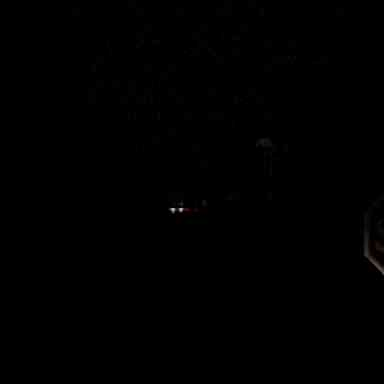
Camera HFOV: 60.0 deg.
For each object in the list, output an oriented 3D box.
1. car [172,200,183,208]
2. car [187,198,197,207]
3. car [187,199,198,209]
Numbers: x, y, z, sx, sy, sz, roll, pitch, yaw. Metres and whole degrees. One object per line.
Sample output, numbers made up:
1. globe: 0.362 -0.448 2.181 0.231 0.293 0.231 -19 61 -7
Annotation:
1. car: -2.710 2.342 63.860 1.812 1.442 4.674 0 -1 0
2. car: 0.041 2.178 69.652 2.097 1.767 4.553 0 -1 0
3. car: 0.038 2.285 59.661 1.812 1.442 4.674 0 -1 0
